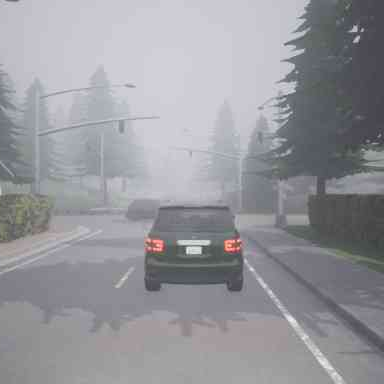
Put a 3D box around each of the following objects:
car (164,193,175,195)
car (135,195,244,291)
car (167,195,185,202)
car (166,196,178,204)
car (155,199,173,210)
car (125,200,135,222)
[{"bbox_3d":[-3.654,1.222,53.858,2.150,2.045,5.566,0,0,-1],"label":"car"},{"bbox_3d":[0.052,1.221,9.118,2.150,2.045,5.566,0,0,0],"label":"car"},{"bbox_3d":[-3.631,1.524,74.067,1.812,1.442,4.674,0,0,-35],"label":"car"},{"bbox_3d":[-3.956,1.505,64.286,1.837,1.490,4.892,0,0,-8],"label":"car"},{"bbox_3d":[-3.650,1.601,43.949,1.895,1.301,4.718,0,0,0],"label":"car"},{"bbox_3d":[-2.758,1.347,25.622,4.553,1.767,2.097,0,0,0],"label":"car"}]
